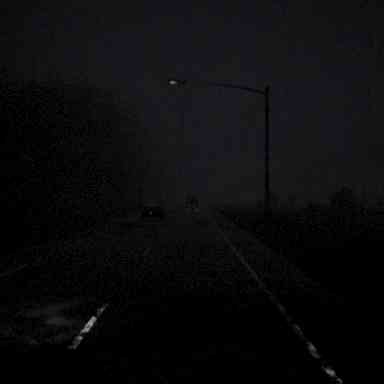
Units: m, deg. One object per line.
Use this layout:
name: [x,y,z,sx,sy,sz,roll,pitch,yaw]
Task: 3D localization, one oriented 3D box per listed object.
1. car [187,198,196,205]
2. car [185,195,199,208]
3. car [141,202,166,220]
car: [-0.130,1.977,73.508,1.812,1.442,4.674,0,0,0]
car: [0.001,1.561,55.938,2.150,2.045,5.566,0,-1,0]
car: [-3.456,1.663,30.428,1.882,1.535,5.008,0,0,0]
